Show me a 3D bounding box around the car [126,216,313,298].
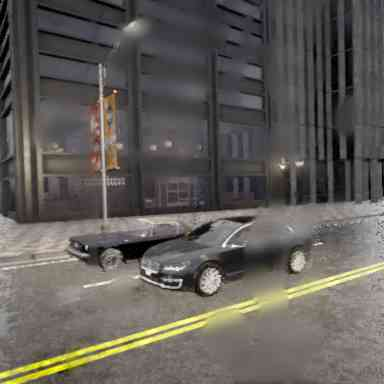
[{"bbox_3d":[1.052,1.410,8.426,4.892,1.490,1.837,-1,1,-35],"label":"car"}]

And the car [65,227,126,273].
[{"bbox_3d":[-1.455,1.519,10.631,4.718,1.301,1.895,-1,1,-35],"label":"car"}]
